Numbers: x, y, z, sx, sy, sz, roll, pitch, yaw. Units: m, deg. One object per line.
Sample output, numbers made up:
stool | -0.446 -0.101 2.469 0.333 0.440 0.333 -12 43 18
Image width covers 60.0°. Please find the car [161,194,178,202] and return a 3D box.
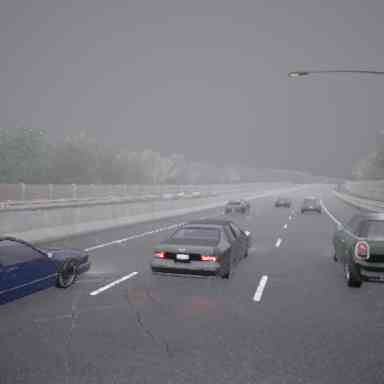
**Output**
car | -4.115 1.159 61.840 1.812 1.442 4.674 0 1 20

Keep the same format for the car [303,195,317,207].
car | 16.470 1.269 46.395 1.812 1.442 4.674 0 1 19

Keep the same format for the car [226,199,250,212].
car | 4.700 1.460 33.672 2.128 1.511 4.902 0 0 19

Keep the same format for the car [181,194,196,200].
car | -0.384 1.083 61.843 1.882 1.535 5.008 0 1 20

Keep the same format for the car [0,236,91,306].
car | -4.232 1.558 6.434 2.033 1.411 5.357 0 0 18

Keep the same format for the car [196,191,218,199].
car | 3.123 0.811 61.253 2.150 2.045 5.566 0 1 20

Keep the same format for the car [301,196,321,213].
car | 12.720 1.480 35.556 1.994 1.385 4.181 0 1 19

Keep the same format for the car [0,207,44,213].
car | -10.757 1.625 21.094 1.895 1.301 4.718 0 0 18

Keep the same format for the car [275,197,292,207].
car | 12.622 1.346 45.808 1.994 1.385 4.181 0 1 19

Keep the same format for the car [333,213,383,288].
car | 5.136 1.353 9.068 2.097 1.767 4.553 0 0 18

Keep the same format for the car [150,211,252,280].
car | 0.568 1.554 10.094 2.033 1.411 5.357 0 0 18
